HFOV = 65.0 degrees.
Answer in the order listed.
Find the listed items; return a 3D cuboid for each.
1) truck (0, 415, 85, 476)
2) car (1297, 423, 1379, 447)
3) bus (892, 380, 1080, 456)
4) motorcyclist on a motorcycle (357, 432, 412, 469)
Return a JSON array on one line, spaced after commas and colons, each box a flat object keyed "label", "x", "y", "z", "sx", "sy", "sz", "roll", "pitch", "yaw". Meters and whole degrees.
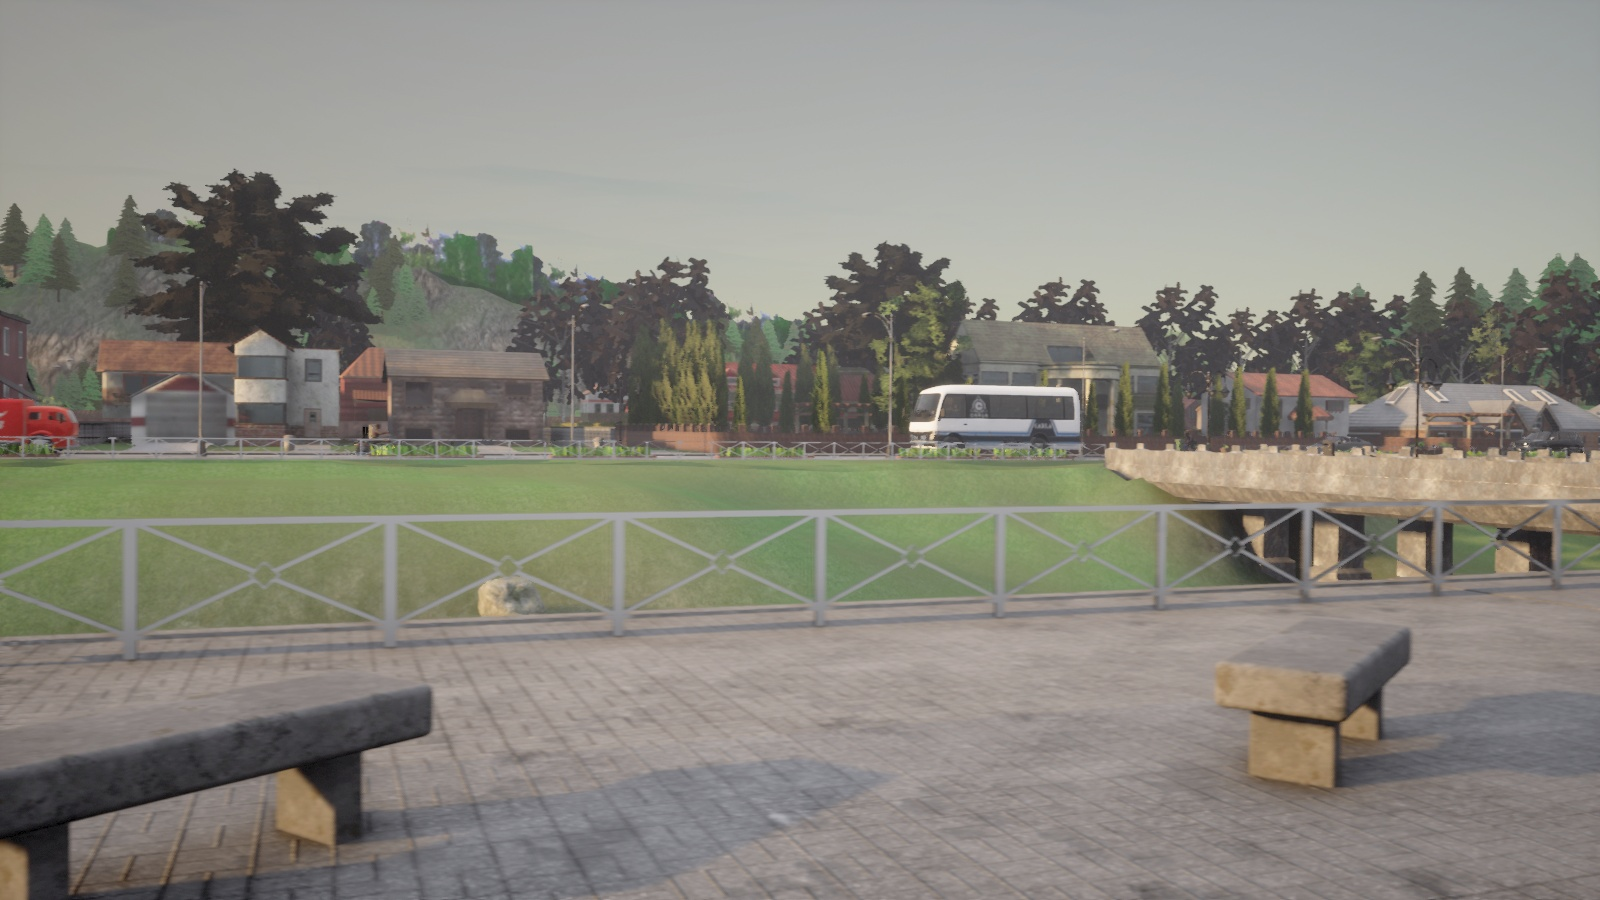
[{"label": "truck", "x": -33.284, "y": -0.189, "z": 52.845, "sx": 5.204, "sy": 2.467, "sz": 2.627, "roll": -1, "pitch": 1, "yaw": -21}, {"label": "car", "x": 35.668, "y": -0.987, "z": 83.291, "sx": 4.902, "sy": 1.511, "sz": 2.128, "roll": -1, "pitch": 1, "yaw": -21}, {"label": "bus", "x": 10.939, "y": -1.899, "z": 73.892, "sx": 10.273, "sy": 4.253, "sz": 3.944, "roll": -1, "pitch": 1, "yaw": -21}, {"label": "motorcyclist on a motorcycle", "x": -19.251, "y": 0.010, "z": 58.175, "sx": 2.350, "sy": 1.649, "sz": 0.766, "roll": -1, "pitch": 1, "yaw": -21}]
